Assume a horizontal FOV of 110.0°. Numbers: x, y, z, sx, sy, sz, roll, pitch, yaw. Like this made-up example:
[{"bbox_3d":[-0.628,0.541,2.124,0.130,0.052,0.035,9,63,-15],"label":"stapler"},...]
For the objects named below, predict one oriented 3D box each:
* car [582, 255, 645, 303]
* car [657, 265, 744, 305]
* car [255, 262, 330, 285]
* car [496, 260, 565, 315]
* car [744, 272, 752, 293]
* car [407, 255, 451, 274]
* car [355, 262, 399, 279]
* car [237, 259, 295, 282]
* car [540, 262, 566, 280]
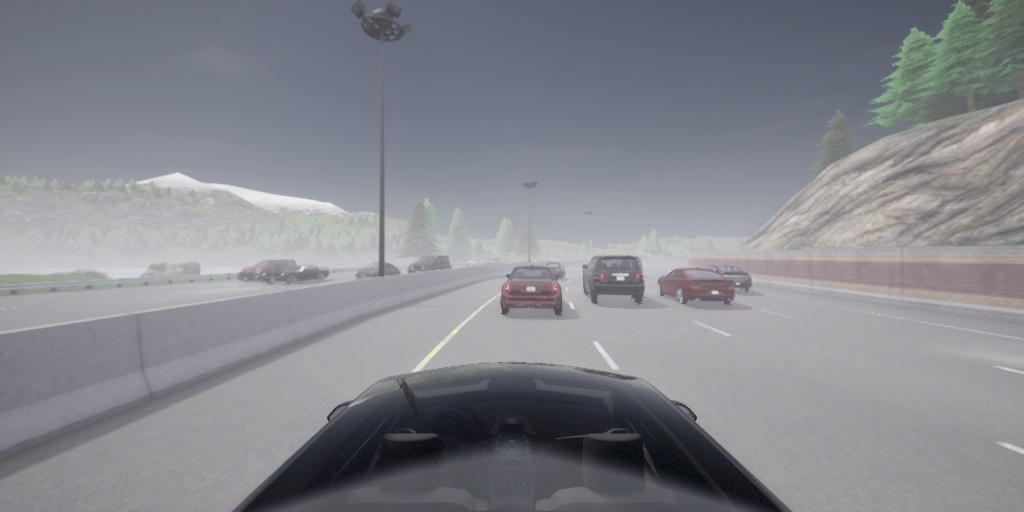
[{"bbox_3d":[4.595,0.983,16.848,2.150,2.045,5.566,0,0,7],"label":"car"},{"bbox_3d":[8.074,1.250,16.233,1.882,1.535,5.008,0,0,6],"label":"car"},{"bbox_3d":[-15.515,1.302,25.922,1.895,1.301,4.718,0,0,9],"label":"car"},{"bbox_3d":[0.797,1.103,13.853,2.097,1.767,4.553,0,0,5],"label":"car"},{"bbox_3d":[12.302,1.275,21.360,2.128,1.511,4.902,0,0,9],"label":"car"},{"bbox_3d":[-7.252,0.949,32.108,2.150,2.045,5.566,0,0,12],"label":"car"},{"bbox_3d":[-11.192,1.239,30.160,1.812,1.442,4.674,0,0,11],"label":"car"},{"bbox_3d":[-18.694,1.044,27.861,2.097,1.767,4.553,0,0,10],"label":"car"},{"bbox_3d":[3.754,1.283,32.330,1.812,1.442,4.674,0,0,13],"label":"car"}]
